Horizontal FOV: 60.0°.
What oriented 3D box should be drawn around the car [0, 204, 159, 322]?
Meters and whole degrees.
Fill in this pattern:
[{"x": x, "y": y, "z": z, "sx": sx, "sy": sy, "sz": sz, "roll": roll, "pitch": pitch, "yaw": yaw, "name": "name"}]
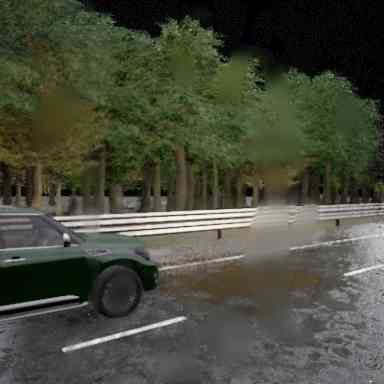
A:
[{"x": -3.311, "y": 1.221, "z": 5.701, "sx": 5.566, "sy": 2.045, "sz": 2.150, "roll": 0, "pitch": 0, "yaw": -36, "name": "car"}]
